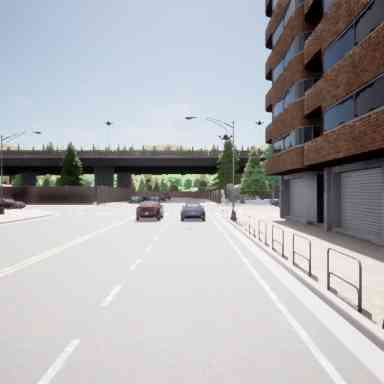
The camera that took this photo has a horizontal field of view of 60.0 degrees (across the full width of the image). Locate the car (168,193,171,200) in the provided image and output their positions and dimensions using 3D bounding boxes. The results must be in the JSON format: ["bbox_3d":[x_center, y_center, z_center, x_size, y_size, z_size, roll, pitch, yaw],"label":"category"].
[{"bbox_3d":[-7.017,1.225,90.753,2.150,2.045,5.566,0,0,0],"label":"car"}]

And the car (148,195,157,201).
[{"bbox_3d":[-10.505,1.524,89.367,1.812,1.442,4.674,0,0,0],"label":"car"}]

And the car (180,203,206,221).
[{"bbox_3d":[0.085,1.564,27.234,1.994,1.385,4.181,0,0,0],"label":"car"}]

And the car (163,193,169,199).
[{"bbox_3d":[-7.000,1.540,76.195,2.033,1.411,5.357,0,0,0],"label":"car"}]

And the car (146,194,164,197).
[{"bbox_3d":[-7.055,1.564,63.246,1.994,1.385,4.181,0,0,0],"label":"car"}]

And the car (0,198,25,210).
[{"bbox_3d":[-22.864,1.470,40.594,4.674,1.442,1.812,0,0,0],"label":"car"}]

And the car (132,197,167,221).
[{"bbox_3d":[-3.436,1.478,27.660,1.882,1.535,5.008,0,0,0],"label":"car"}]

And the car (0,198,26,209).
[{"bbox_3d":[-24.539,1.509,44.090,4.181,1.385,1.994,0,0,0],"label":"car"}]

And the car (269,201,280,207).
[{"bbox_3d":[13.588,1.545,47.756,4.718,1.301,1.895,0,0,2],"label":"car"}]

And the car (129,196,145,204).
[{"bbox_3d":[-10.555,1.526,62.267,1.812,1.442,4.674,0,0,0],"label":"car"}]
